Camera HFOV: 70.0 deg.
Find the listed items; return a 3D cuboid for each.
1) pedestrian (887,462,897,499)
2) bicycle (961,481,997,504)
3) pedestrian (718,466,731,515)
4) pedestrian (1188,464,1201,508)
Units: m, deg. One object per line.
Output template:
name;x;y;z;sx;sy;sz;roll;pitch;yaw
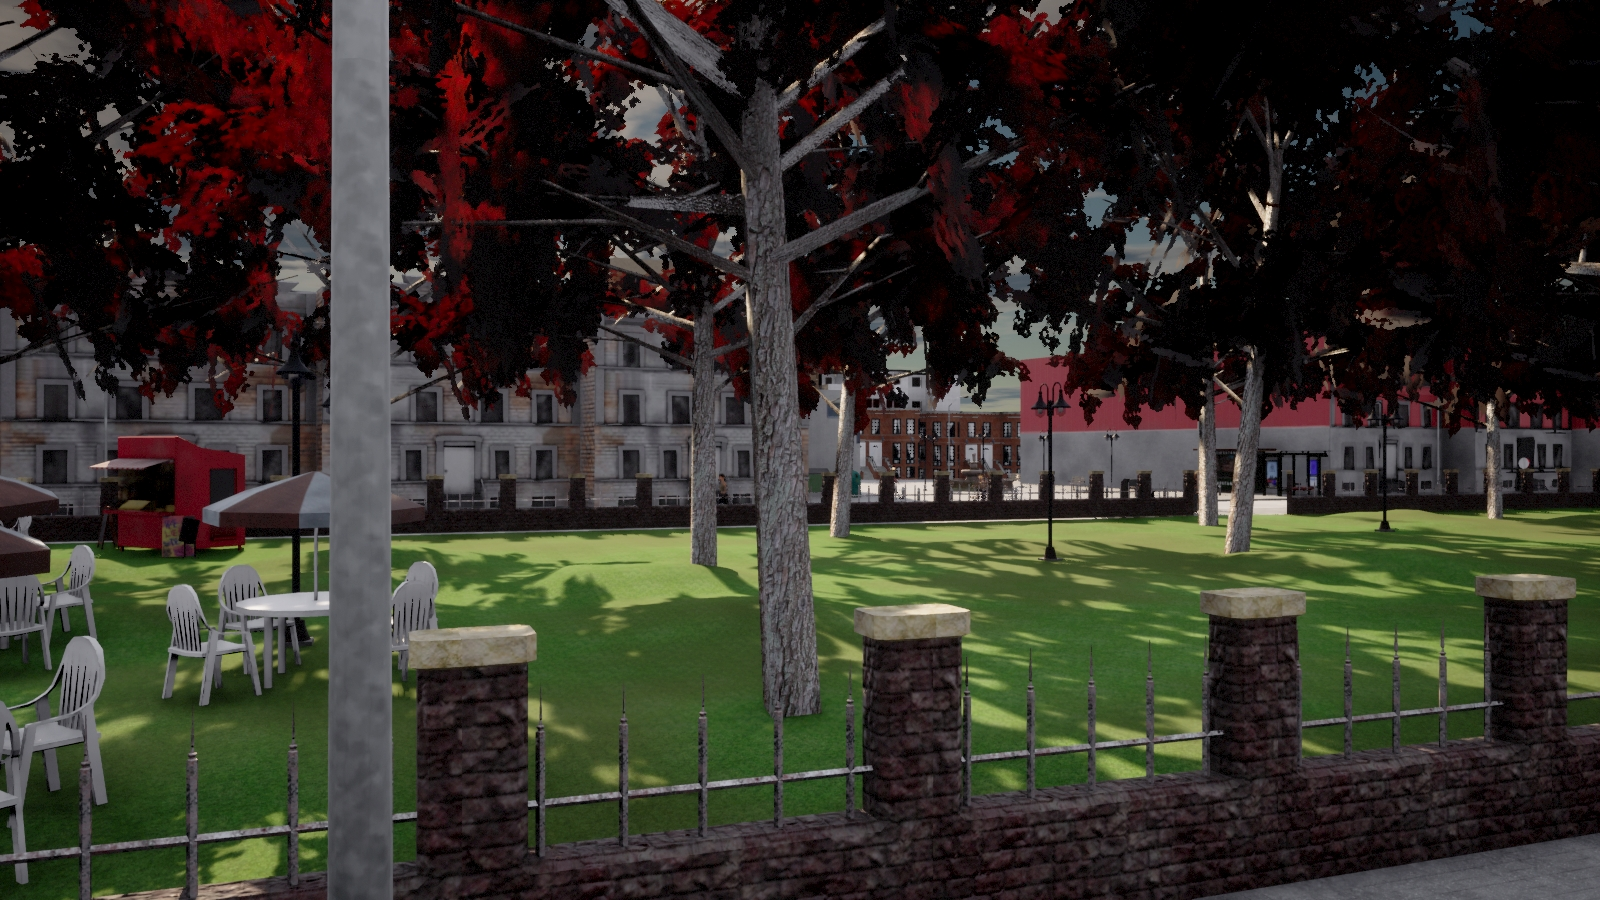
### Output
pedestrian;4.623;1.516;57.403;0.375;1.860;0.375;0;0;-17
bicycle;8.664;2.047;55.188;1.487;1.080;0.859;0;0;-20
pedestrian;-2.866;1.528;43.306;0.375;1.860;0.375;0;0;-31
pedestrian;16.793;1.538;48.679;0.375;1.860;0.375;0;0;-19
